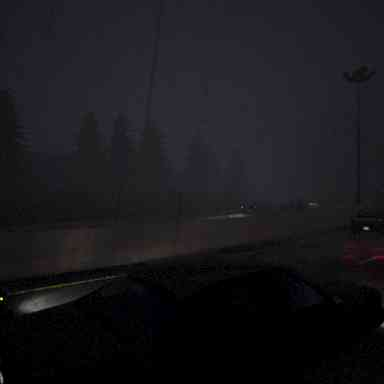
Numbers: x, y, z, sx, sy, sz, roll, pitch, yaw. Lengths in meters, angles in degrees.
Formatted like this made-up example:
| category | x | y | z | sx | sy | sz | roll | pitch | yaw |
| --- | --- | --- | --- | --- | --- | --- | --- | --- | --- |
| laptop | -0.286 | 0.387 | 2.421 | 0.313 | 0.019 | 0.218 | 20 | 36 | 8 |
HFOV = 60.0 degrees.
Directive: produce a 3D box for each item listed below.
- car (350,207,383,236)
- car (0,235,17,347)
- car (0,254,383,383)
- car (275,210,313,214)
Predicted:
| category | x | y | z | sx | sy | sz | roll | pitch | yaw |
| --- | --- | --- | --- | --- | --- | --- | --- | --- | --- |
| car | 10.035 | 1.529 | 17.657 | 2.128 | 1.511 | 4.902 | 0 | 0 | 44 |
| car | -5.413 | 1.565 | 4.296 | 5.357 | 1.411 | 2.033 | 0 | 0 | -35 |
| car | 0.437 | 1.559 | 4.260 | 5.357 | 1.411 | 2.033 | 0 | 0 | -38 |
| car | 8.103 | 1.626 | 26.247 | 1.994 | 1.385 | 4.181 | 0 | 0 | 40 |
